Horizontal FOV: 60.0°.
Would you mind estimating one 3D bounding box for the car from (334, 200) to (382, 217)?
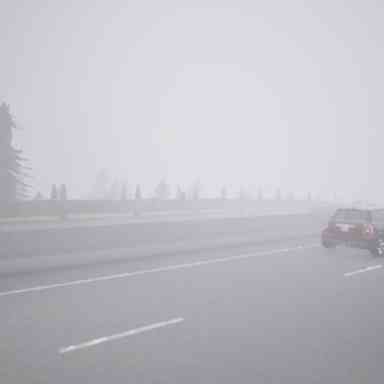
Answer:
[{"bbox_3d":[16.501,1.587,32.945,4.902,1.511,2.128,2,-1,-35],"label":"car"}]

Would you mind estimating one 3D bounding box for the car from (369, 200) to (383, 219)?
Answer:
[{"bbox_3d":[18.120,1.558,29.801,5.008,1.535,1.882,2,-1,-35],"label":"car"}]

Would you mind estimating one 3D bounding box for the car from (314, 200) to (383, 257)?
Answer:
[{"bbox_3d":[7.213,1.347,13.187,4.553,1.767,2.097,0,0,-35],"label":"car"}]

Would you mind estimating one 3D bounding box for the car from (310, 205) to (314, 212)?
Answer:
[{"bbox_3d":[14.578,1.662,35.866,4.181,1.385,1.994,2,-1,-35],"label":"car"}]
